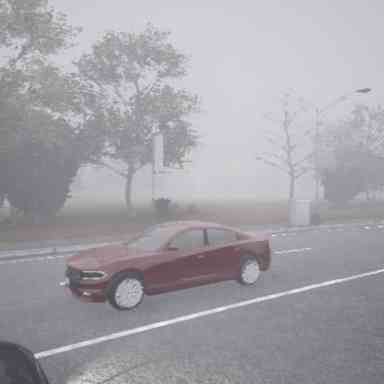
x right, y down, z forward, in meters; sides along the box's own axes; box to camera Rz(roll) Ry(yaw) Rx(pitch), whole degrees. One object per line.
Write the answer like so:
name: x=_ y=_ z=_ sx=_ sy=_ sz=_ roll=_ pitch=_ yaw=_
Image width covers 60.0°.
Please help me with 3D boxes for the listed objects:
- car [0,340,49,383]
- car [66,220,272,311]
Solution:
car: x=-2.821 y=1.556 z=1.606 sx=4.181 sy=1.385 sz=1.994 roll=0 pitch=0 yaw=-36
car: x=-0.328 y=1.455 z=7.842 sx=5.008 sy=1.535 sz=1.882 roll=0 pitch=0 yaw=-33
